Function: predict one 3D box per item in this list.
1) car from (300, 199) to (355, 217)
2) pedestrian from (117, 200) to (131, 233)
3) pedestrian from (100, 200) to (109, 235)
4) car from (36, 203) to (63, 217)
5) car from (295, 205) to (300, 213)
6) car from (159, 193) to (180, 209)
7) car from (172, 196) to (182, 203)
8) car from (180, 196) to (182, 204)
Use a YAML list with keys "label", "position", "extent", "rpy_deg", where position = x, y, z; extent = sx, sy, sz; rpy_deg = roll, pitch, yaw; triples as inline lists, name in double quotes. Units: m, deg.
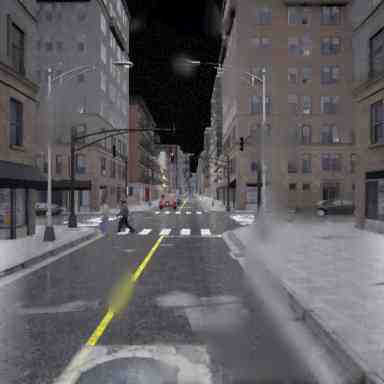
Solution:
- label: "car"
  position: [12.422, 1.352, 28.888]
  extent: [5.008, 1.535, 1.882]
  rpy_deg: [-1, 0, -1]
- label: "pedestrian"
  position: [-3.617, 1.291, 17.759]
  extent: [0.375, 1.860, 0.375]
  rpy_deg: [0, 0, 0]
- label: "pedestrian"
  position: [-4.503, 1.292, 17.159]
  extent: [0.375, 1.860, 0.375]
  rpy_deg: [0, 0, 0]
- label: "car"
  position: [-14.628, 1.703, 31.820]
  extent: [4.403, 1.369, 2.008]
  rpy_deg: [-1, 0, 0]
- label: "car"
  position: [12.135, 1.434, 31.632]
  extent: [4.507, 1.381, 1.887]
  rpy_deg: [-1, 0, 0]
- label: "car"
  position: [-3.101, 1.201, 44.523]
  extent: [2.150, 2.045, 5.566]
  rpy_deg: [0, 0, 0]
- label: "car"
  position: [-3.004, 1.528, 69.485]
  extent: [1.895, 1.301, 4.718]
  rpy_deg: [0, 0, 0]
- label: "car"
  position: [-3.091, 1.183, 56.713]
  extent: [2.150, 2.045, 5.566]
  rpy_deg: [0, 0, 0]
